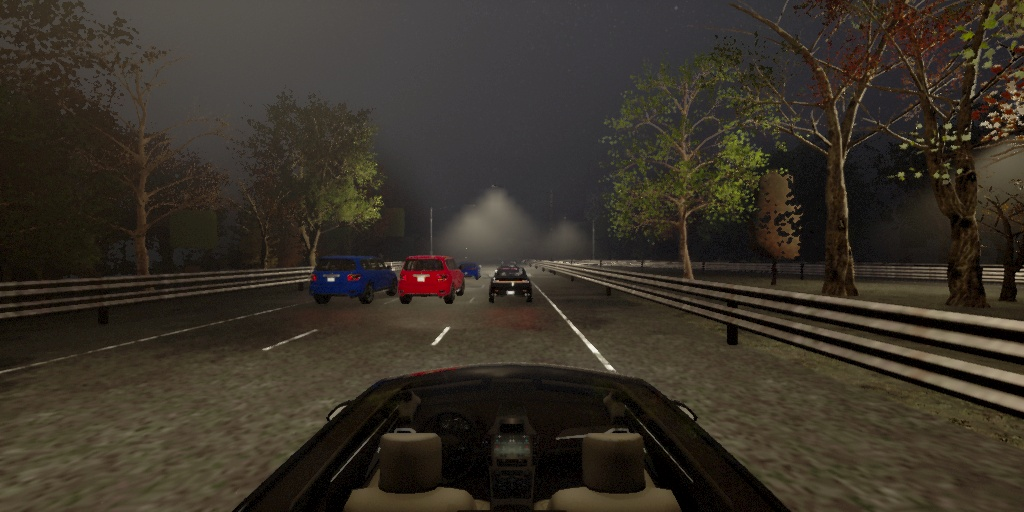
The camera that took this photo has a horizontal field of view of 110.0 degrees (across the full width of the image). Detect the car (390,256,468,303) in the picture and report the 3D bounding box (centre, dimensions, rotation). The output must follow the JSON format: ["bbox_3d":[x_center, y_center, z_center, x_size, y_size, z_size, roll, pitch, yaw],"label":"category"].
[{"bbox_3d":[-3.576,1.010,16.685,2.150,2.045,5.566,0,0,-1],"label":"car"}]

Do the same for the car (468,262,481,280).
[{"bbox_3d":[-3.798,1.247,31.706,1.882,1.535,5.008,0,0,-1],"label":"car"}]

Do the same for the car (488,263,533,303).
[{"bbox_3d":[-0.075,1.247,16.690,2.128,1.511,4.902,0,0,-1],"label":"car"}]

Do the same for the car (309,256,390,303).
[{"bbox_3d":[-7.076,1.010,16.650,2.150,2.045,5.566,0,0,-1],"label":"car"}]
